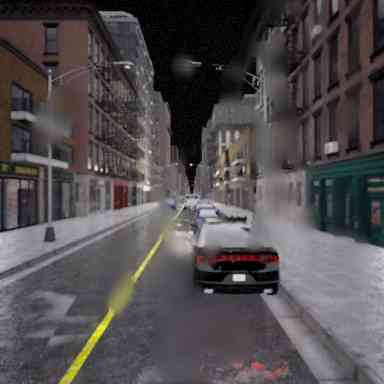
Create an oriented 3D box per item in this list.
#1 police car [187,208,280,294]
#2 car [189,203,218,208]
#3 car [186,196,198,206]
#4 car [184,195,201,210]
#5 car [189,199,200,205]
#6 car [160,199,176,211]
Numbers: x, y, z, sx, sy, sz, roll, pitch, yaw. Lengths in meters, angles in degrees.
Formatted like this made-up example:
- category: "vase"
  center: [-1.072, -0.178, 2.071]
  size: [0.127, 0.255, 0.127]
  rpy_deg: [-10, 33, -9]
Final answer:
- category: "police car"
  center: [0.902, 1.441, 8.939]
  size: [1.930, 1.638, 5.238]
  rpy_deg: [0, 0, 0]
- category: "car"
  center: [0.905, 1.565, 18.830]
  size: [1.812, 1.442, 4.674]
  rpy_deg: [0, 0, 0]
- category: "car"
  center: [0.013, 1.581, 59.833]
  size: [2.097, 1.767, 4.553]
  rpy_deg: [0, 0, 0]
- category: "car"
  center: [0.019, 1.373, 45.857]
  size: [2.150, 2.045, 5.566]
  rpy_deg: [0, 0, 1]
- category: "car"
  center: [0.906, 1.535, 24.830]
  size: [1.882, 1.535, 5.008]
  rpy_deg: [0, 0, 0]
- category: "car"
  center: [-3.084, 1.619, 43.970]
  size: [1.882, 1.535, 5.008]
  rpy_deg: [0, 0, 0]
